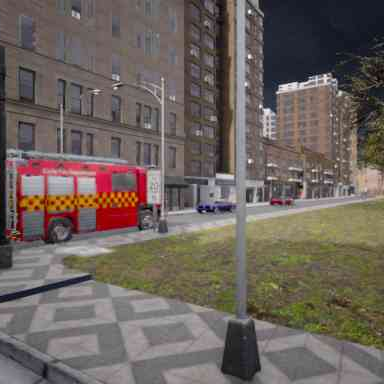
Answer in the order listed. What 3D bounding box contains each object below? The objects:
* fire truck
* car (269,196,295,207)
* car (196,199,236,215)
[{"bbox_3d":[-4.888,0.208,15.945,2.891,3.827,8.468,0,0,35],"label":"fire truck"},{"bbox_3d":[11.859,1.237,43.790,1.895,1.301,4.718,0,0,36],"label":"car"},{"bbox_3d":[2.322,1.347,30.535,1.895,1.301,4.718,0,0,36],"label":"car"}]
